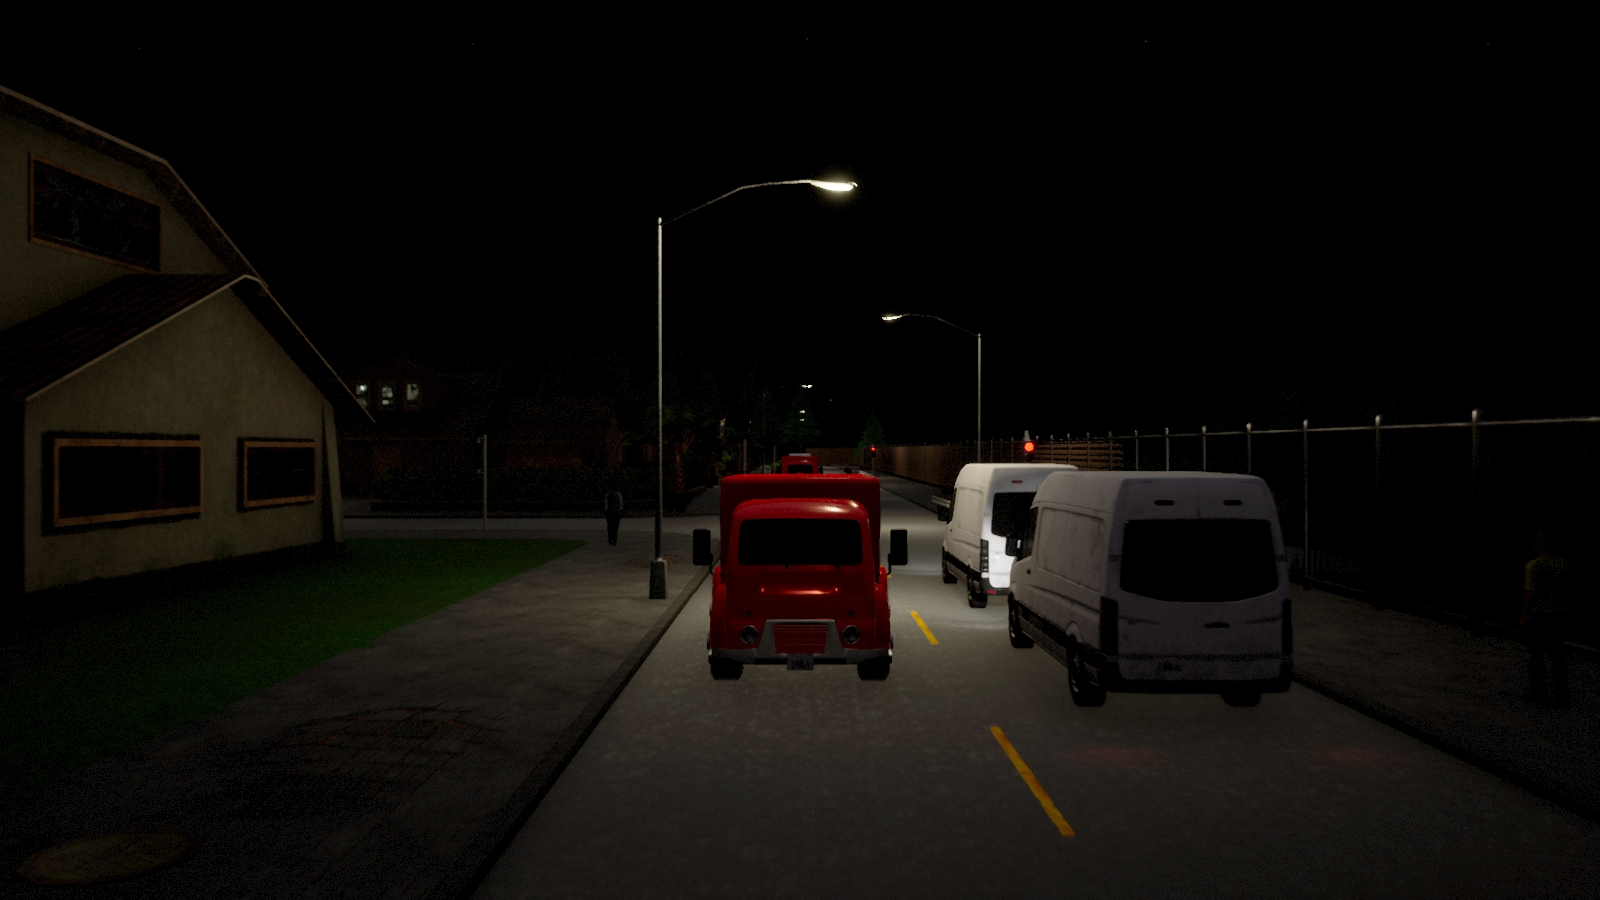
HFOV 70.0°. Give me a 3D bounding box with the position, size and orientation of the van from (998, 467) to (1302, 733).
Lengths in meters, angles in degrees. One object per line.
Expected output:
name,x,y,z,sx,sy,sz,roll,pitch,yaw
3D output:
van,3.997,1.534,14.328,1.988,2.561,5.915,0,0,0

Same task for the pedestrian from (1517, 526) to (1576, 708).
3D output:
pedestrian,7.869,1.746,12.047,0.375,1.860,0.375,0,0,1

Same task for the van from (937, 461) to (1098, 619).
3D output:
van,3.997,1.535,22.084,1.988,2.561,5.915,0,0,0

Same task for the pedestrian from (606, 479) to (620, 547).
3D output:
pedestrian,-5.154,1.737,31.502,0.375,1.860,0.375,0,0,-4

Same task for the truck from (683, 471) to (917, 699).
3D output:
truck,0.000,1.569,15.452,2.627,2.467,5.204,0,0,0
